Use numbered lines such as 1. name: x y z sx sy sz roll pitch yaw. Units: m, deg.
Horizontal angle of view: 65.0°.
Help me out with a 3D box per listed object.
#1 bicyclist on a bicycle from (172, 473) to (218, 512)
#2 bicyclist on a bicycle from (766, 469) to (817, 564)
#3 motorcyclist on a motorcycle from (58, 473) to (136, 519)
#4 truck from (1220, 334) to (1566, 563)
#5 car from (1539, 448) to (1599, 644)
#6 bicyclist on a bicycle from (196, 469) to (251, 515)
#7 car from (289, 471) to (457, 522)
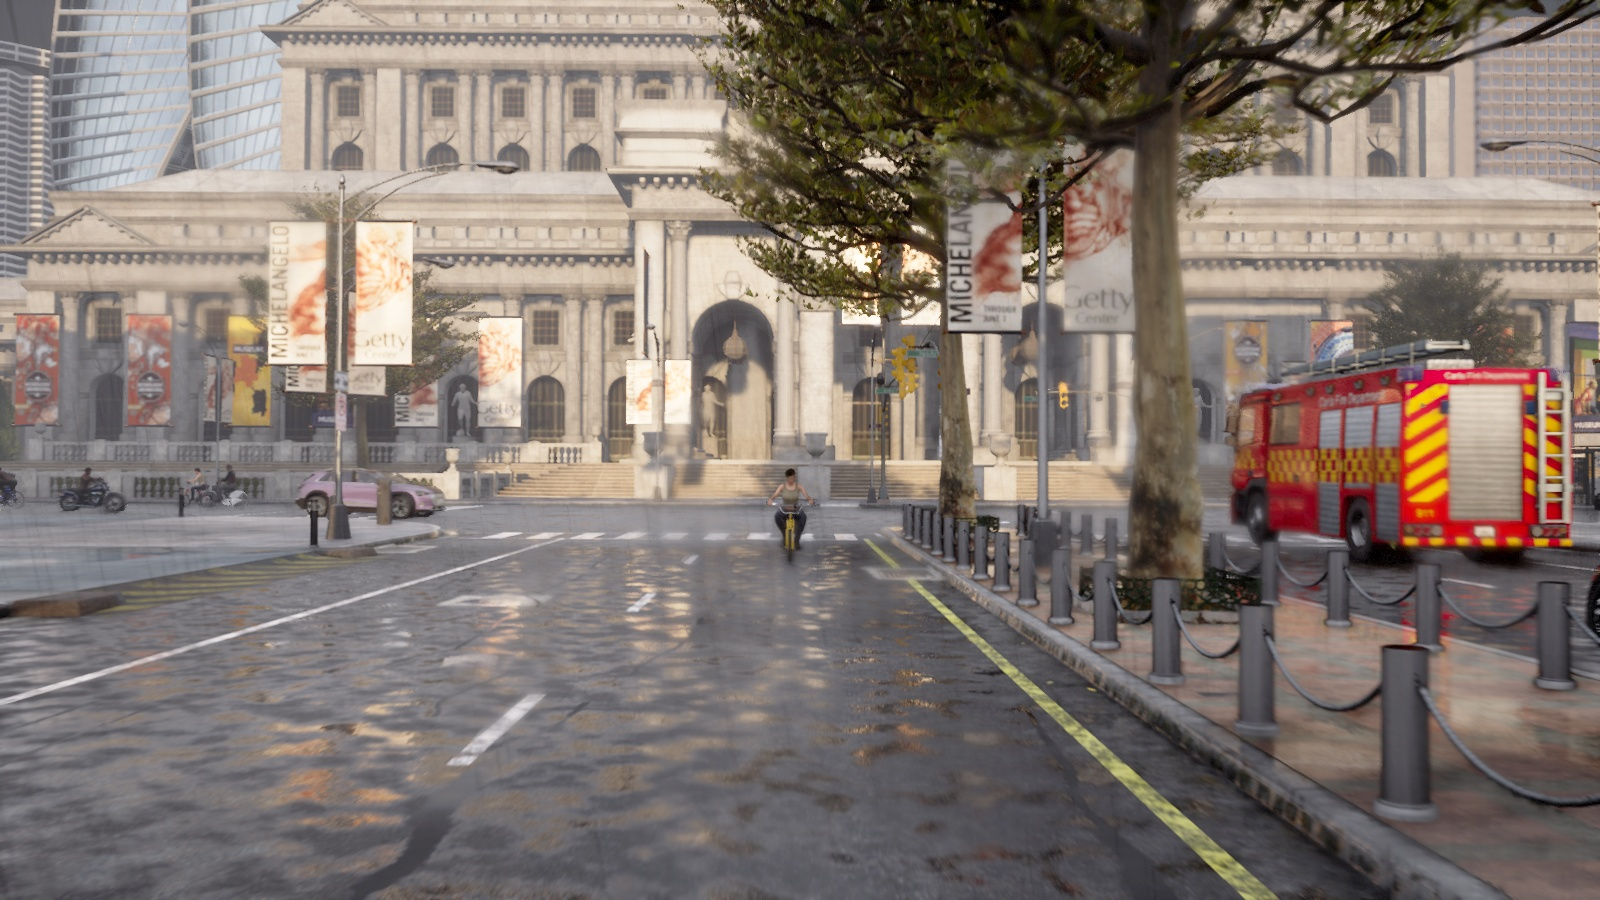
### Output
1. bicyclist on a bicycle: -25.238 1.758 52.429 1.509 1.612 0.866 0 -1 0
2. bicyclist on a bicycle: -0.151 1.134 22.027 0.866 1.612 1.509 0 -1 0
3. motorcyclist on a motorcycle: -25.424 1.651 45.431 2.350 1.649 0.766 0 -1 0
4. truck: 11.317 0.043 25.225 2.891 3.827 8.468 0 -1 0
5. car: 7.928 0.788 9.223 2.242 1.667 4.611 0 -1 0
6. bicyclist on a bicycle: -22.467 1.620 48.939 1.843 1.776 0.659 0 -1 0
7. car: -14.066 1.519 41.523 4.856 1.649 2.033 0 -1 8
